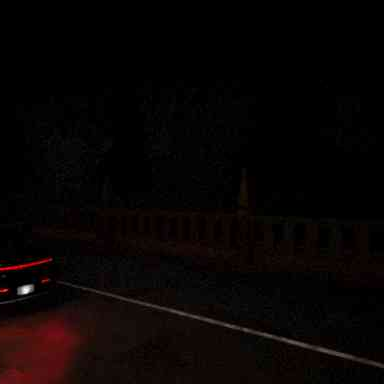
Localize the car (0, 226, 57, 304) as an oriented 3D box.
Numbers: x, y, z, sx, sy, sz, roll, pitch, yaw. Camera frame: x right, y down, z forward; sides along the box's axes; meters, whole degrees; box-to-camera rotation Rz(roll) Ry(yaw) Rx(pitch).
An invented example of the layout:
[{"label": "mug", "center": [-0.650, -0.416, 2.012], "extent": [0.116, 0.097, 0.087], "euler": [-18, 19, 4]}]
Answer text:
[{"label": "car", "center": [-5.009, 1.510, 7.446], "extent": [4.892, 1.490, 1.837], "euler": [1, 0, 35]}]
